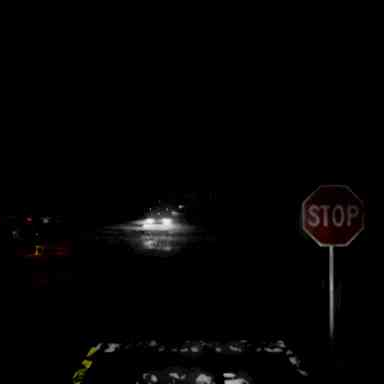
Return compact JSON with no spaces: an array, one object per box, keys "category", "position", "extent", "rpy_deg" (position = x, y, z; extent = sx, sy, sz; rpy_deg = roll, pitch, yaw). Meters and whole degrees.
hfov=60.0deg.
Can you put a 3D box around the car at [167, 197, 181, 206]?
[{"category":"car","position":[-2.866,1.519,54.869],"extent":[1.994,1.385,4.181],"rpy_deg":[0,0,1]}]

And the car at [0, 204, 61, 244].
[{"category":"car","position":[-8.546,1.350,15.753],"extent":[4.553,1.767,2.097],"rpy_deg":[-1,-1,22]}]

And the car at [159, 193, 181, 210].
[{"category":"car","position":[-2.870,1.190,41.744],"extent":[2.150,2.045,5.566],"rpy_deg":[0,0,3]}]

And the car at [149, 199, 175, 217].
[{"category":"car","position":[-2.883,1.580,30.985],"extent":[1.895,1.301,4.718],"rpy_deg":[0,0,0]}]
